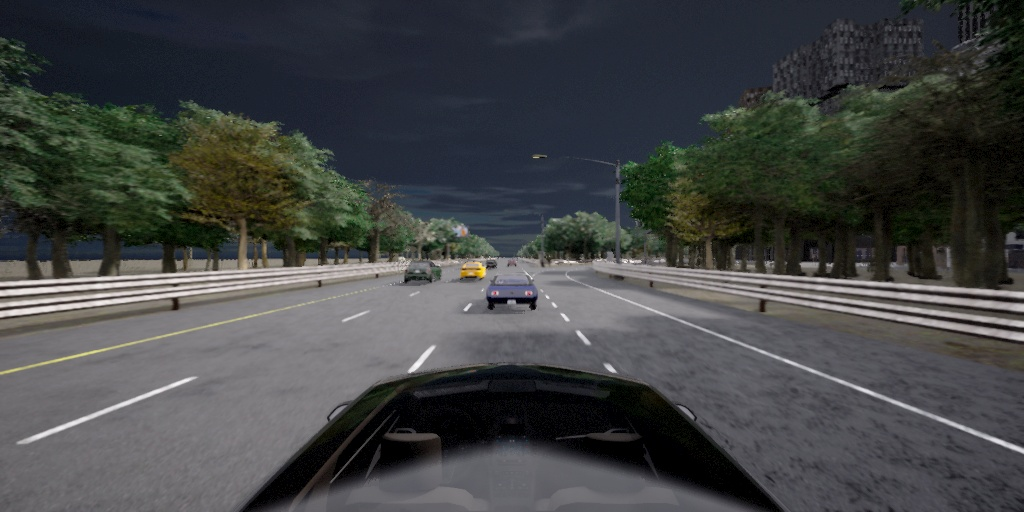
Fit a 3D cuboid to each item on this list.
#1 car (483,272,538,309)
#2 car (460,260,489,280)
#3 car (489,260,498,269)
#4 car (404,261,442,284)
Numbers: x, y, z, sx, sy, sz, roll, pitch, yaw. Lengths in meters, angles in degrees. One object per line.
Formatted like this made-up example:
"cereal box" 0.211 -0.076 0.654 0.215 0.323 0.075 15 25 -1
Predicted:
"car" 0.000 1.382 15.183 1.895 1.301 4.718 0 0 0
"car" -3.400 1.298 32.000 1.882 1.535 5.008 0 0 0
"car" -3.396 1.389 59.411 1.837 1.490 4.892 0 0 0
"car" -6.902 1.164 28.300 2.097 1.767 4.553 0 0 0
